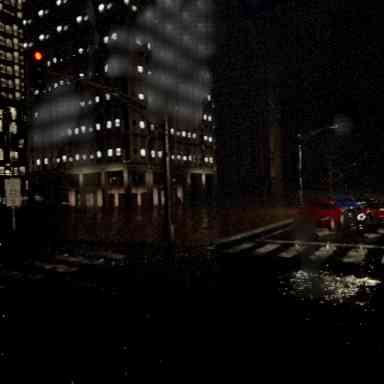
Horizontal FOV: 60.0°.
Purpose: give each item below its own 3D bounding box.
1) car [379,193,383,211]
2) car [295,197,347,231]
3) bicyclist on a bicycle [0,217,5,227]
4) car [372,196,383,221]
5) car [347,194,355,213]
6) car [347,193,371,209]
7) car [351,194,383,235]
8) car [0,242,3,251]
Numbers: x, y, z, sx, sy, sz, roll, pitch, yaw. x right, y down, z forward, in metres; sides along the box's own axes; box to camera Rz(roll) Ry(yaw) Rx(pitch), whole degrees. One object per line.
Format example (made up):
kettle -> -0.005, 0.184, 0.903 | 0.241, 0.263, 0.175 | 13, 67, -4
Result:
car -> 19.260, 0.923, 31.795 | 2.128, 1.511, 4.902 | -2, 0, 33
car -> 7.447, 1.256, 19.300 | 1.882, 1.535, 5.008 | -2, 0, 32
bicyclist on a bicycle -> -12.792, 1.494, 21.221 | 0.582, 1.620, 1.656 | -1, 1, 34
car -> 14.091, 1.091, 23.684 | 1.837, 1.490, 4.892 | -2, 0, 32
car -> 12.772, 1.147, 27.670 | 1.812, 1.442, 4.674 | -2, 0, 33
car -> 18.342, 0.960, 36.409 | 1.837, 1.490, 4.892 | -2, 0, 33
car -> 9.314, 1.078, 16.182 | 2.097, 1.767, 4.553 | -2, 0, 32
car -> -9.130, 1.712, 12.202 | 5.357, 1.411, 2.033 | -1, 1, 33
